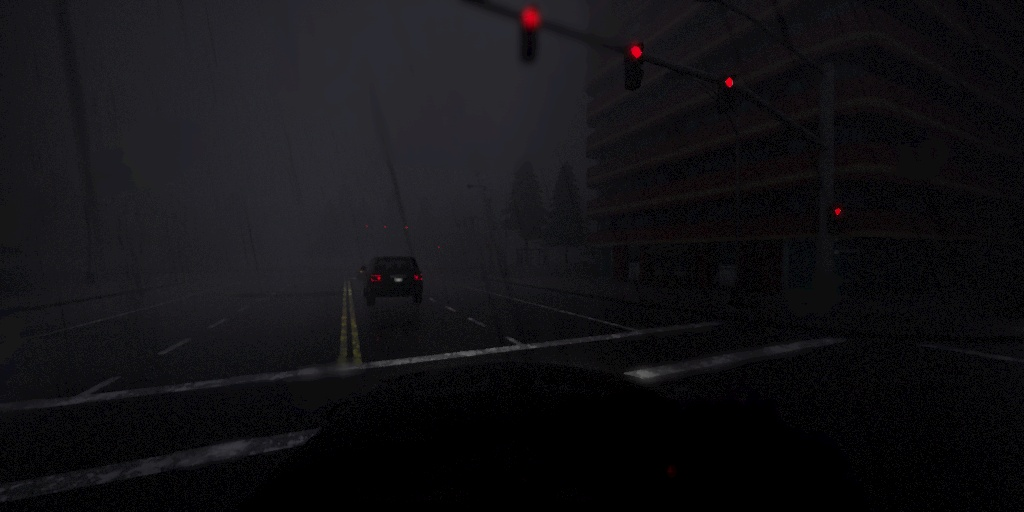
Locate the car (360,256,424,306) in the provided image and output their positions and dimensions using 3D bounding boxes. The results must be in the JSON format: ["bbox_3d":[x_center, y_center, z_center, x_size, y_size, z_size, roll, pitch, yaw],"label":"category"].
[{"bbox_3d":[-5.475,1.006,16.173,2.150,2.045,5.566,0,0,-25],"label":"car"}]

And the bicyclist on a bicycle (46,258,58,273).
[{"bbox_3d":[-48.151,0.992,37.559,0.582,1.620,1.656,0,0,-25],"label":"bicyclist on a bicycle"}]

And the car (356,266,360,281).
[{"bbox_3d":[-11.768,1.320,29.756,1.994,1.385,4.181,0,0,-25],"label":"car"}]
